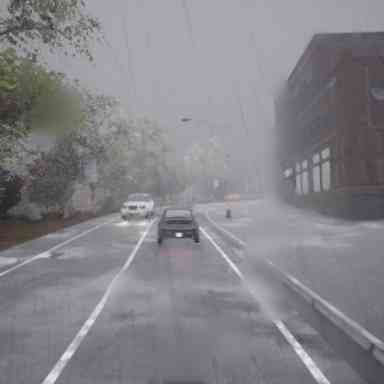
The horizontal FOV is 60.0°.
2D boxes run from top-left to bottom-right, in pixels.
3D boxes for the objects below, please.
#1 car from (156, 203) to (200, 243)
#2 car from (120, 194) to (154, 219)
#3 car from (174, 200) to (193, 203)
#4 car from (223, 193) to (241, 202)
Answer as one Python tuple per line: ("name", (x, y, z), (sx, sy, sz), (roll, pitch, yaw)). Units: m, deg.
("car", (-0.683, 1.500, 16.144), (1.837, 1.490, 4.892), (0, 0, -3))
("car", (-4.557, 1.170, 28.501), (2.150, 2.045, 5.566), (0, 0, 1))
("car", (-0.902, 1.465, 33.867), (1.994, 1.385, 4.181), (-1, 0, 3))
("car", (8.100, 1.060, 67.930), (2.097, 1.767, 4.553), (-4, -1, 36))
